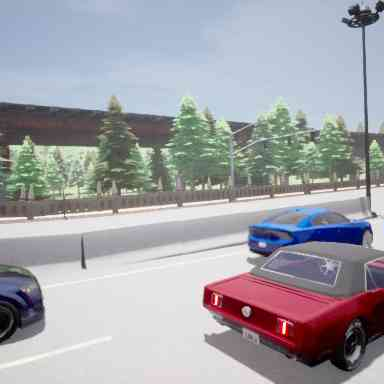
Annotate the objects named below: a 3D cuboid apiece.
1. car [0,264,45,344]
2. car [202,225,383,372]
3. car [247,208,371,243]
[{"bbox_3d":[-4.457,1.564,4.870,4.181,1.385,1.994,0,0,-36],"label":"car"},{"bbox_3d":[2.566,1.528,5.602,4.718,1.301,1.895,-2,1,-36],"label":"car"},{"bbox_3d":[4.020,1.261,10.960,5.008,1.535,1.882,-3,2,-36],"label":"car"}]
